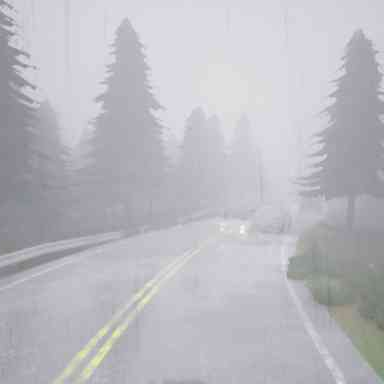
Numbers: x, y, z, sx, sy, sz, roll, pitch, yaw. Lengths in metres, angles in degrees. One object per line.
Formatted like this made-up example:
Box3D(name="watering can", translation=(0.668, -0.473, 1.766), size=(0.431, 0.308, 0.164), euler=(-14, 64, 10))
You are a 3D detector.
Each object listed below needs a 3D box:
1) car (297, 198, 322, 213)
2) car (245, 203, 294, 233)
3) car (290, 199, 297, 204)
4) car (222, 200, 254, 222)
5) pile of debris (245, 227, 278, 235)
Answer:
Box3D(name="car", translation=(14.433, 1.425, 40.242), size=(2.150, 2.045, 5.566), euler=(3, 1, 25))
Box3D(name="car", translation=(4.940, 1.579, 20.480), size=(1.812, 1.442, 4.674), euler=(3, 0, 24))
Box3D(name="car", translation=(20.206, 1.716, 64.508), size=(2.128, 1.511, 4.902), euler=(1, 0, 8))
Box3D(name="car", translation=(3.957, 1.454, 26.495), size=(1.837, 1.490, 4.892), euler=(3, 1, 26))
Box3D(name="pile of debris", translation=(4.003, 2.209, 19.098), size=(1.500, 0.140, 1.860), euler=(2, 1, 23))
